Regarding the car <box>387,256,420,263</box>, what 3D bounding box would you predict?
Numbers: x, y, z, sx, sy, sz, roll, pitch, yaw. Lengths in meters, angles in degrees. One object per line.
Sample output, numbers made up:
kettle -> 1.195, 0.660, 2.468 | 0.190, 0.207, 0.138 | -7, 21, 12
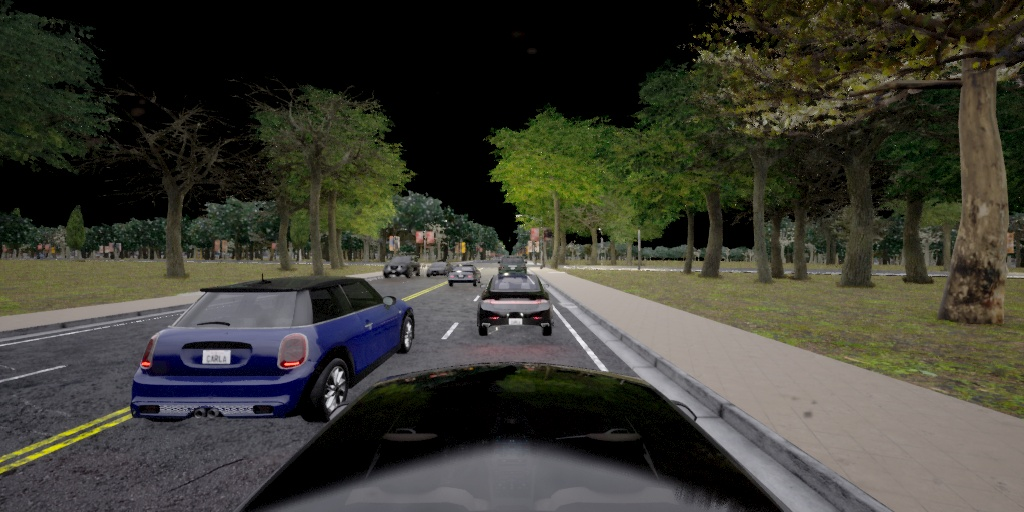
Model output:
car -> -9.913, 0.982, 32.775 | 2.150, 2.045, 5.566 | 0, 0, 0

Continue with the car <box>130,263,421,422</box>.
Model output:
car -> -3.158, 1.102, 5.969 | 2.097, 1.767, 4.553 | 0, 0, 0

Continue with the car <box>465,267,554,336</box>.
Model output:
car -> 0.081, 1.242, 10.374 | 2.128, 1.511, 4.902 | 0, 0, 0

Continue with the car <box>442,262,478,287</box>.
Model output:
car -> -3.195, 1.301, 24.798 | 2.033, 1.411, 5.357 | 0, 0, 0

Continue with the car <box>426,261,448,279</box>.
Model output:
car -> -6.663, 1.266, 33.394 | 1.837, 1.490, 4.892 | 0, 0, 0

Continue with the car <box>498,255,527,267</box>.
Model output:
car -> 0.045, 0.979, 28.429 | 2.150, 2.045, 5.566 | 0, 0, 0
